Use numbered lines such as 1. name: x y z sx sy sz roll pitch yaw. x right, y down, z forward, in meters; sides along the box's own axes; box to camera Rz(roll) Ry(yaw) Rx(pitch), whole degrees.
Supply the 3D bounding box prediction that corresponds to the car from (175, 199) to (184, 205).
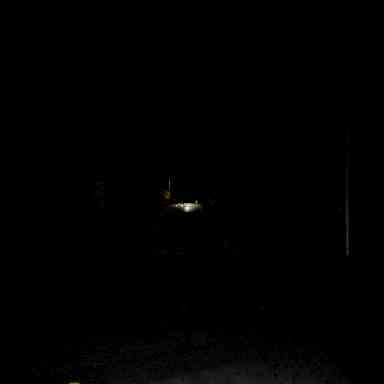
1. car: -2.792 2.150 74.630 1.994 1.385 4.181 0 -1 0
